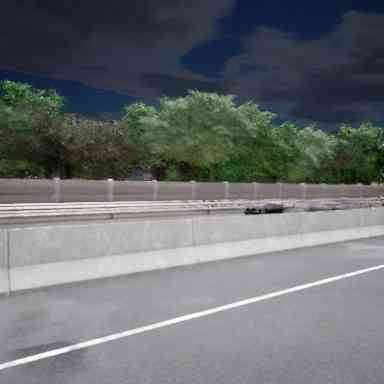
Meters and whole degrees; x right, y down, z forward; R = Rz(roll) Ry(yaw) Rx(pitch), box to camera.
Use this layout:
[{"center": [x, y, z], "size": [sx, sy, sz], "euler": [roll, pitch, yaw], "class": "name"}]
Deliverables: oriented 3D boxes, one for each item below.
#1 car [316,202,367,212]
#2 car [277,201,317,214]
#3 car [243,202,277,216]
[{"center": [11.608, 1.544, 24.828], "size": [4.181, 1.385, 1.994], "euler": [0, 0, -34], "class": "car"}, {"center": [9.608, 1.504, 27.702], "size": [4.674, 1.442, 1.812], "euler": [0, 0, -34], "class": "car"}, {"center": [6.920, 1.578, 30.109], "size": [4.718, 1.301, 1.895], "euler": [0, 0, -34], "class": "car"}]
